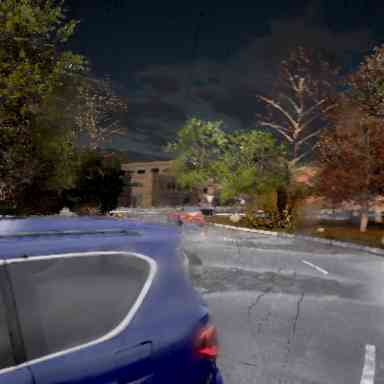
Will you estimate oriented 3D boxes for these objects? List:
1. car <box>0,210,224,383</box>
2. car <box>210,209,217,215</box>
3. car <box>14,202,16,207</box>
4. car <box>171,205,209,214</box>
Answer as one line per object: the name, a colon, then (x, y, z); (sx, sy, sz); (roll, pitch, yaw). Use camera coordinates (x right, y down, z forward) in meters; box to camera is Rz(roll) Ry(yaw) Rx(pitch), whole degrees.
car: (-2.337, 1.236, 1.684); (5.566, 2.045, 2.150); (0, 0, -37)
car: (1.166, 2.350, 40.132); (1.994, 1.385, 4.181); (0, -2, 43)
car: (-20.236, 1.786, 38.098); (2.435, 2.045, 5.566); (0, -1, -26)
car: (-0.636, 1.867, 27.960); (2.097, 1.767, 4.553); (1, -1, -20)
